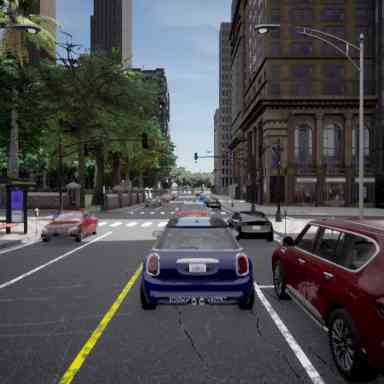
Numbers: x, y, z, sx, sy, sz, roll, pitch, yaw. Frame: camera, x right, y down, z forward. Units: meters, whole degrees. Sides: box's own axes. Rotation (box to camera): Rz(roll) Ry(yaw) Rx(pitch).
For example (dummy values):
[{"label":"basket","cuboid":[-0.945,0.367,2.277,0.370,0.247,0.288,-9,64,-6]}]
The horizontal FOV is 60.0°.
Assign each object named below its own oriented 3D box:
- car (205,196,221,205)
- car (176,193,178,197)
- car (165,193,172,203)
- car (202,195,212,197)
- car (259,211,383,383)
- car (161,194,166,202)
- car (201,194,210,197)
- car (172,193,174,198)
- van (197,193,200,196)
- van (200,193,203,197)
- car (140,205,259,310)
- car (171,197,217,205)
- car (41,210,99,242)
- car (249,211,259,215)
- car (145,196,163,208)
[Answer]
[{"label":"car","cuboid":[2.730,1.544,42.661,1.947,1.339,4.313,0,0,0]},{"label":"car","cuboid":[-5.830,1.232,91.458,2.192,1.841,5.009,0,0,0]},{"label":"car","cuboid":[-5.815,1.391,69.777,1.967,1.590,4.097,0,0,0]},{"label":"car","cuboid":[2.726,1.540,48.081,1.947,1.339,4.313,0,0,0]},{"label":"car","cuboid":[2.754,1.314,5.374,2.192,1.841,5.009,0,0,0]},{"label":"car","cuboid":[-5.804,1.409,53.515,1.967,1.590,4.097,0,0,0]},{"label":"car","cuboid":[2.722,1.494,53.672,1.752,1.417,4.829,0,0,0]},{"label":"car","cuboid":[-5.819,1.258,75.197,2.192,1.841,5.009,0,0,0]},{"label":"van","cuboid":[2.703,1.276,80.604,1.690,1.788,3.998,0,0,0]},{"label":"van","cuboid":[2.718,1.305,58.922,1.690,1.788,3.998,0,0,0]},{"label":"car","cuboid":[0.097,1.350,7.953,2.097,1.767,4.553,0,0,0]},{"label":"car","cuboid":[0.087,1.345,19.391,2.097,1.767,4.553,0,0,0]},{"label":"car","cuboid":[-5.778,1.577,16.236,1.802,1.307,4.206,0,0,0]},{"label":"car","cuboid":[2.748,1.561,16.224,1.947,1.339,4.313,0,0,0]},{"label":"car","cuboid":[-5.800,1.525,48.095,2.008,1.369,4.403,0,0,0]}]
